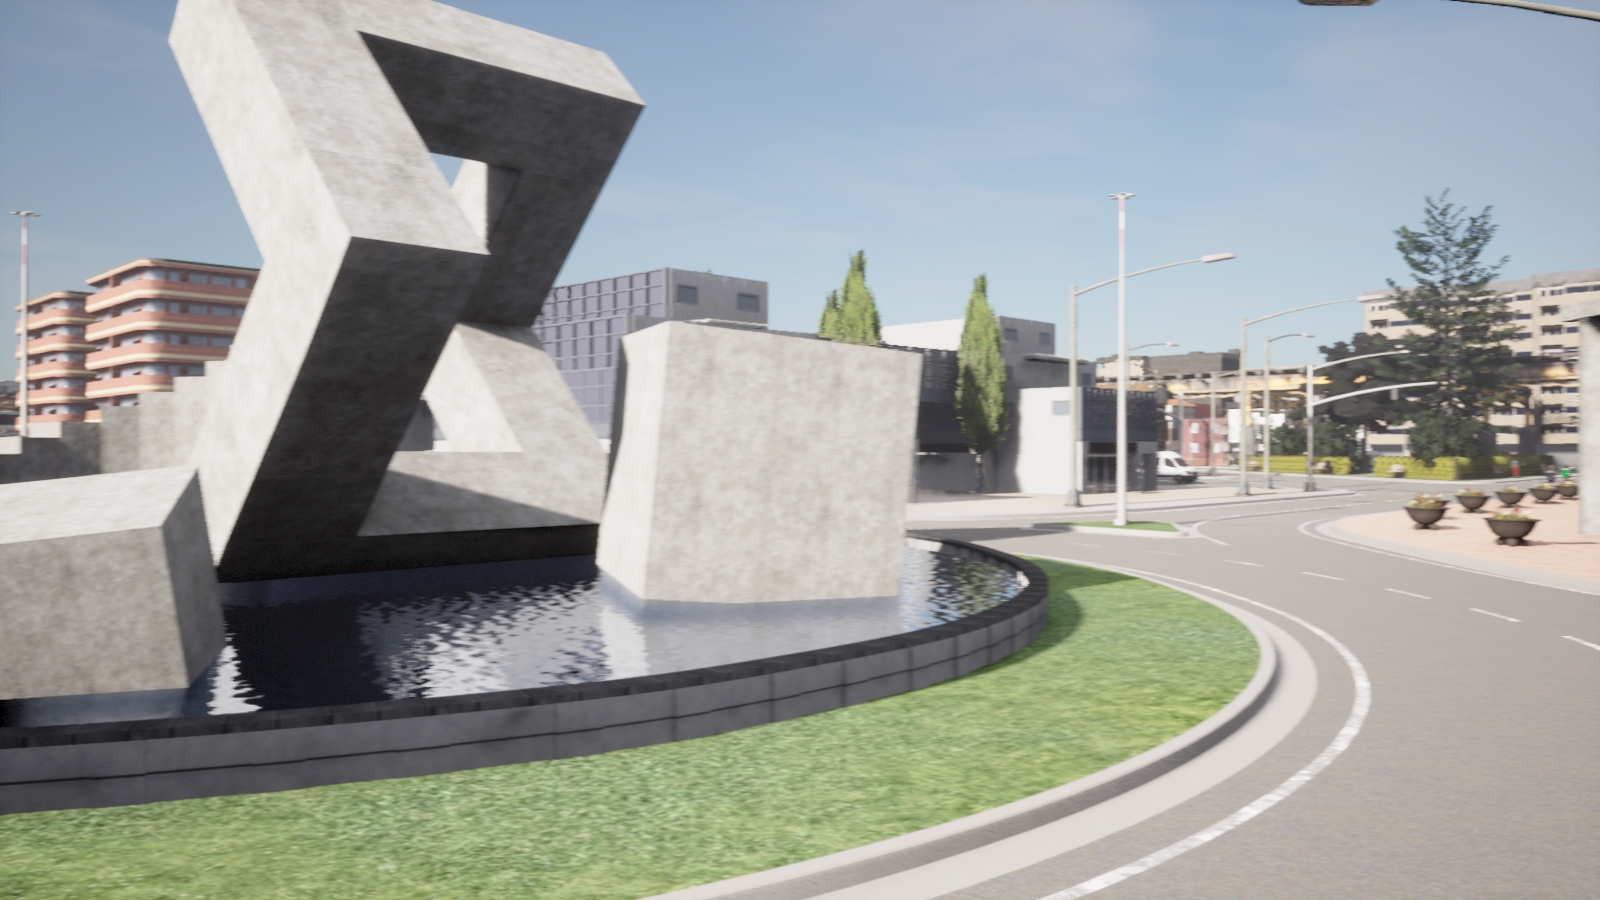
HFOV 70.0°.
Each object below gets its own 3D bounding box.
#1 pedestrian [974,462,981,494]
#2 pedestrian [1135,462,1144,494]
[{"bbox_3d":[10.399,1.635,66.992,0.375,1.860,0.375,0,0,15],"label":"pedestrian"},{"bbox_3d":[19.980,1.641,67.211,0.375,1.860,0.375,0,0,-23],"label":"pedestrian"}]
